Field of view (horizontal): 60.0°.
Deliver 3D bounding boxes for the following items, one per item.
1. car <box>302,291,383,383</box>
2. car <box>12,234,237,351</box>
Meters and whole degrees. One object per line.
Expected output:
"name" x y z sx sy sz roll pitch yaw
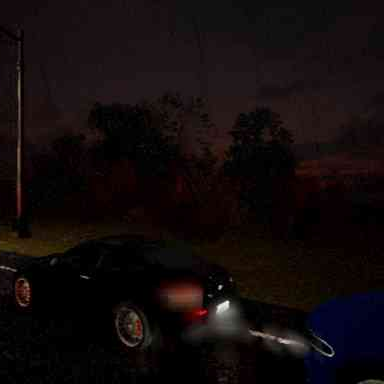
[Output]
"car" 3.485 1.488 2.669 5.008 1.535 1.882 0 0 36
"car" -1.434 1.527 6.165 4.674 1.442 1.812 0 0 35
